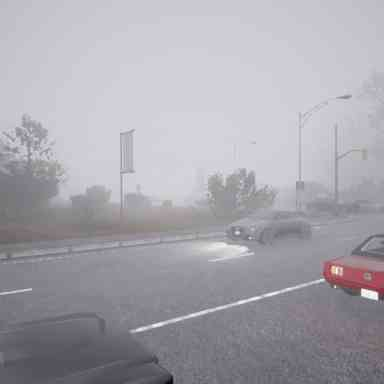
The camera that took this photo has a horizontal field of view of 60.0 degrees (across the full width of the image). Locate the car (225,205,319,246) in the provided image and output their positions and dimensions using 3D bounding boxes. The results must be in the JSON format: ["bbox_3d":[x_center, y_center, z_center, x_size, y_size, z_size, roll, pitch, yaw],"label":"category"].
[{"bbox_3d":[3.534,1.510,15.115,4.181,1.385,1.994,-1,0,-35],"label":"car"}]

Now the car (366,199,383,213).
[{"bbox_3d":[17.553,1.370,32.464,1.895,1.301,4.718,-1,0,-39],"label":"car"}]

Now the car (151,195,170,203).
[{"bbox_3d":[-7.100,1.335,63.219,2.033,1.411,5.357,-1,0,-38],"label":"car"}]

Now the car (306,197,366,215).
[{"bbox_3d":[13.478,1.277,31.942,1.882,1.535,5.008,-1,0,-39],"label":"car"}]

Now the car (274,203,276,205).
[{"bbox_3d":[8.635,1.254,43.538,1.882,1.535,5.008,-1,1,-39],"label":"car"}]

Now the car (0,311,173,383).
[{"bbox_3d":[-2.394,1.601,2.028,4.718,1.301,1.895,0,0,-36],"label":"car"}]

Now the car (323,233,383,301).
[{"bbox_3d":[5.054,1.570,7.366,4.718,1.301,1.895,0,0,-36],"label":"car"}]

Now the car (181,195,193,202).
[{"bbox_3d":[0.018,1.275,65.724,2.033,1.411,5.357,-1,0,-38],"label":"car"}]

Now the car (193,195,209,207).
[{"bbox_3d":[2.698,1.408,45.335,1.895,1.301,4.718,-1,0,-39],"label":"car"}]
